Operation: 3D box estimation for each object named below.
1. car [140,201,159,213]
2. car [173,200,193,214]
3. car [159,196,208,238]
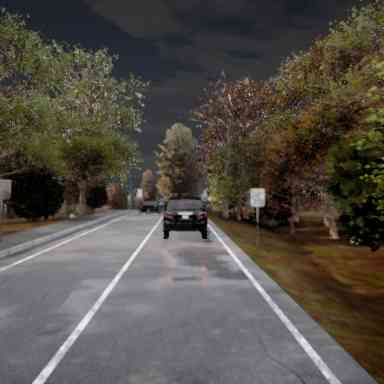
[{"bbox_3d":[-4.683,1.688,37.644,1.895,1.301,4.718,0,-1,-1],"label":"car"},{"bbox_3d":[-0.959,1.616,36.372,2.033,1.411,5.357,0,-1,-2],"label":"car"},{"bbox_3d":[-0.381,1.219,17.813,2.150,2.045,5.566,0,0,-2],"label":"car"}]
